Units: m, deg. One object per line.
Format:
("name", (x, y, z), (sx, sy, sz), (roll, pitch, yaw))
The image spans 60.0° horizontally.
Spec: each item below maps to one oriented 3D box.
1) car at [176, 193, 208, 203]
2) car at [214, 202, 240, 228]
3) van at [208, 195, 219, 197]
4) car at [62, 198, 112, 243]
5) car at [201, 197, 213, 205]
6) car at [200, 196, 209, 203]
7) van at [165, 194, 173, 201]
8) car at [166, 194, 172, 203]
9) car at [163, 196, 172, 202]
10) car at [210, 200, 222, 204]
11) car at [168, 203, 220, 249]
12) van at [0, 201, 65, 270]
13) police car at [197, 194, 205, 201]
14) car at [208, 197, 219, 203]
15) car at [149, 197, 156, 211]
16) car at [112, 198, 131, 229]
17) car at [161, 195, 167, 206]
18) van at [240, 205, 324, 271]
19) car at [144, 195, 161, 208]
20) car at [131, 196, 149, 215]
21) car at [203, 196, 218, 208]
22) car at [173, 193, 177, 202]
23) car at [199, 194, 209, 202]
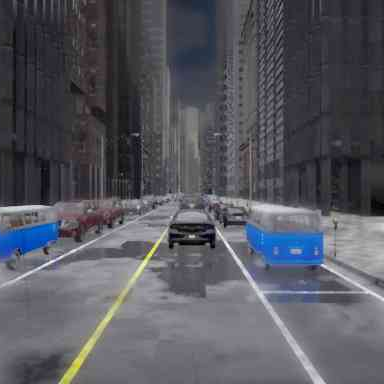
("car", (0.000, 1.266, 29.681), (2.150, 2.045, 5.566), (0, 0, 0))
("car", (2.764, 1.569, 21.878), (1.947, 1.339, 4.313), (0, 0, 0))
("van", (2.764, 1.357, 44.315), (1.690, 1.788, 3.998), (0, 0, 0))
("car", (-5.761, 1.316, 16.253), (2.192, 1.841, 5.009), (0, 0, 0))
("car", (2.764, 1.597, 61.142), (1.947, 1.339, 4.313), (0, 0, 0))
("car", (2.764, 1.626, 72.360), (1.802, 1.307, 4.206), (0, 0, 0))
("van", (-5.761, 1.400, 83.566), (1.690, 1.788, 3.998), (0, 0, 0))
("car", (-5.761, 1.588, 66.738), (2.008, 1.369, 4.403), (0, 0, 0))
("car", (-5.761, 1.576, 77.787), (1.752, 1.417, 4.829), (0, 0, 0))
("car", (2.764, 1.572, 27.487), (1.947, 1.339, 4.313), (0, 0, 0))
("car", (0.000, 1.486, 14.650), (1.882, 1.535, 5.008), (0, 0, 0))
("van", (-5.761, 1.340, 10.642), (1.690, 1.788, 3.998), (0, 0, 0))
("police car", (2.367, 1.492, 89.859), (1.930, 1.638, 5.238), (0, 0, 0))
("car", (2.764, 1.557, 38.706), (1.887, 1.381, 4.507), (0, 0, 0))
("car", (-5.761, 1.563, 38.691), (2.008, 1.369, 4.403), (0, 0, 0))
("car", (-5.761, 1.318, 21.861), (2.192, 1.841, 5.009), (0, 0, 0))
("car", (-5.761, 1.591, 55.519), (1.947, 1.339, 4.313), (0, 0, 0))
("van", (2.765, 1.340, 10.660), (1.690, 1.788, 3.998), (0, 0, 0))
("car", (-5.761, 1.331, 44.300), (2.192, 1.841, 5.009), (0, 0, 0))
("car", (-5.761, 1.449, 33.081), (1.967, 1.590, 4.097), (0, 0, 0))
("car", (2.764, 1.461, 49.924), (1.967, 1.590, 4.097), (0, 0, 0))
("car", (-3.000, 1.595, 76.748), (1.994, 1.385, 4.181), (0, 0, 0))
("car", (2.764, 1.366, 77.969), (2.192, 1.841, 5.009), (0, 0, 0))
